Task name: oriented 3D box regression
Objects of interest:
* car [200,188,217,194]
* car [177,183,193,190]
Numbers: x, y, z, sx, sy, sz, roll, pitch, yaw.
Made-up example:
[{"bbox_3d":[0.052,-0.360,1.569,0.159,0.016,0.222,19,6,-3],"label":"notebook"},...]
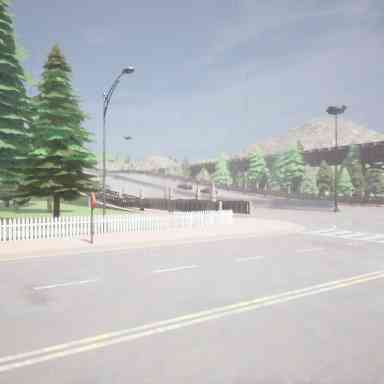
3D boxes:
[{"bbox_3d":[3.555,-0.204,70.524,1.812,1.442,4.674,0,7,-34],"label":"car"},{"bbox_3d":[-1.701,-1.376,78.265,2.128,1.511,4.902,0,7,-34],"label":"car"}]
